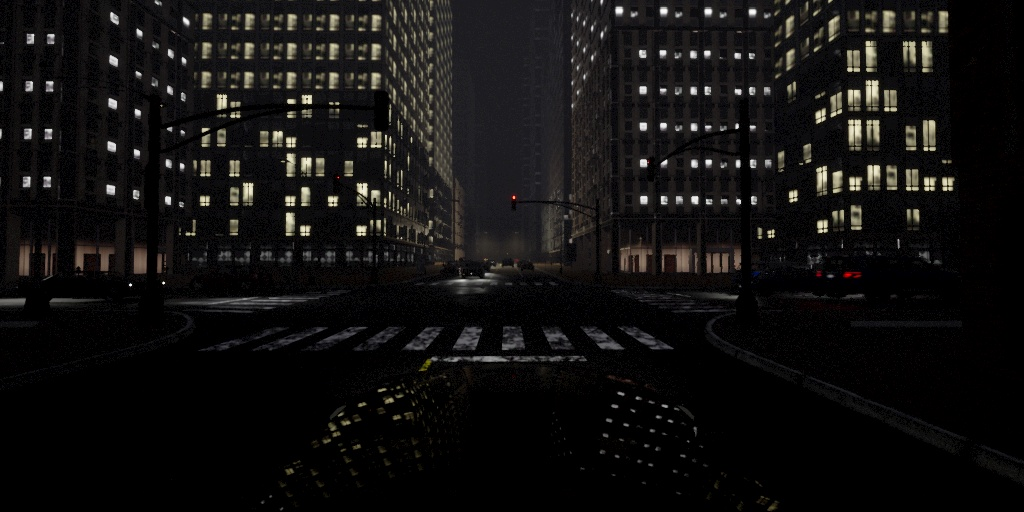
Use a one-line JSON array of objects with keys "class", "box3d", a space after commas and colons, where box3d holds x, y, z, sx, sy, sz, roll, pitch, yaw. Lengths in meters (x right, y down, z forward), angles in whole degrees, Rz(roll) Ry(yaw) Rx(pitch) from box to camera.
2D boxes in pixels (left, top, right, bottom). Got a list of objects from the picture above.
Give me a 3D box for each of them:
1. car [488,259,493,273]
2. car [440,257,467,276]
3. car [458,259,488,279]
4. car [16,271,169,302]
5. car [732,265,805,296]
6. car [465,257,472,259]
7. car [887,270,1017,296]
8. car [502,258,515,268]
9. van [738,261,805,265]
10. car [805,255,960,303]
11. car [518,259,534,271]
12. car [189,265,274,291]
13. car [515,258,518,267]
[{"class": "car", "box3d": [-3.683, 1.367, 44.671, 1.895, 1.301, 4.718, 0, 0, -1]}, {"class": "car", "box3d": [-6.171, 1.203, 37.036, 1.967, 1.591, 4.097, 0, 0, -1]}, {"class": "car", "box3d": [-3.529, 1.266, 33.225, 1.837, 1.490, 4.892, 0, 0, -1]}, {"class": "car", "box3d": [-18.068, 1.301, 15.661, 4.718, 1.301, 1.895, 0, -1, -1]}, {"class": "car", "box3d": [14.519, 1.342, 19.228, 4.674, 1.442, 1.812, 0, -1, -2]}, {"class": "car", "box3d": [-6.324, 1.082, 48.186, 2.192, 1.841, 5.009, 0, 0, -1]}, {"class": "car", "box3d": [23.562, 1.435, 19.334, 4.718, 1.301, 1.895, 0, -1, -1]}, {"class": "car", "box3d": [-0.746, 1.126, 63.985, 2.097, 1.767, 4.553, 0, 0, -1]}, {"class": "van", "box3d": [15.710, 1.210, 21.824, 3.998, 1.789, 1.690, 0, 0, -1]}, {"class": "car", "box3d": [16.842, 0.980, 16.017, 5.566, 2.045, 2.150, 0, -1, -1]}, {"class": "car", "box3d": [2.055, 1.350, 48.362, 1.802, 1.307, 4.207, 0, 0, -1]}, {"class": "car", "box3d": [-16.762, 1.255, 21.453, 4.097, 1.591, 1.967, 0, 0, -1]}, {"class": "car", "box3d": [1.901, 1.298, 59.687, 1.751, 1.417, 4.829, 0, 0, -1]}]
